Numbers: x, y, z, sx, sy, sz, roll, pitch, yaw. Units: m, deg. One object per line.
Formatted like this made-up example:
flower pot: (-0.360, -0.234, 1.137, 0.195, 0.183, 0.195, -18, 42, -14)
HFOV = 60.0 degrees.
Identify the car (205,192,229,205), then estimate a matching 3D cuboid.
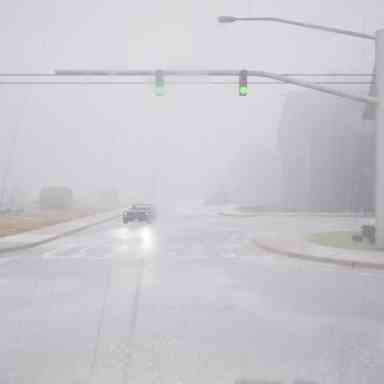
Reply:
car: (3.929, 0.989, 52.682, 1.905, 1.878, 3.866, -8, 4, -42)

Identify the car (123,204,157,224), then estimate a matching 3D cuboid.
car: (-3.686, 1.521, 24.065, 1.895, 1.301, 4.718, 0, 0, 0)
